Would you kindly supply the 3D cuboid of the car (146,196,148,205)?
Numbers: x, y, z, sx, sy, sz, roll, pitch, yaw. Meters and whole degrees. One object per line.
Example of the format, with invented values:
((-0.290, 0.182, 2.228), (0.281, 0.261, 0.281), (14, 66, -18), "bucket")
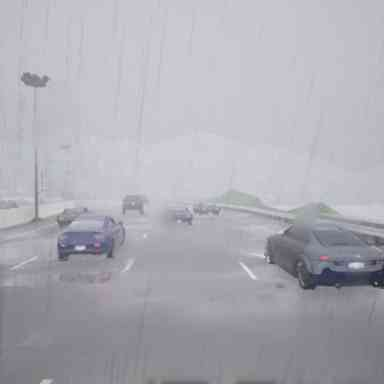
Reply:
((-9.546, 1.411, 60.987), (2.150, 2.045, 5.566), (0, 0, -19), "car")

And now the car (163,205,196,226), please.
((-1.155, 1.644, 24.245), (1.895, 1.301, 4.718), (-1, 0, -8), "car")

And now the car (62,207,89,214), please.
((-8.011, 1.725, 23.478), (1.895, 1.301, 4.718), (-1, 0, -8), "car")

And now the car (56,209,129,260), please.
((-3.686, 1.585, 12.700), (1.812, 1.442, 4.674), (0, 0, -4), "car")

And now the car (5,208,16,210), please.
((-21.932, 1.802, 39.428), (2.128, 1.511, 4.902), (-1, 0, -12), "car")

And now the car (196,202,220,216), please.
((1.286, 1.625, 32.676), (1.895, 1.301, 4.718), (-1, 0, -10), "car")

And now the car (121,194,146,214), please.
((-6.772, 1.348, 37.644), (2.150, 2.045, 5.566), (0, 0, -13), "car")

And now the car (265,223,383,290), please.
((3.400, 1.534, 9.079), (1.994, 1.385, 4.181), (-1, 0, -3), "car")
